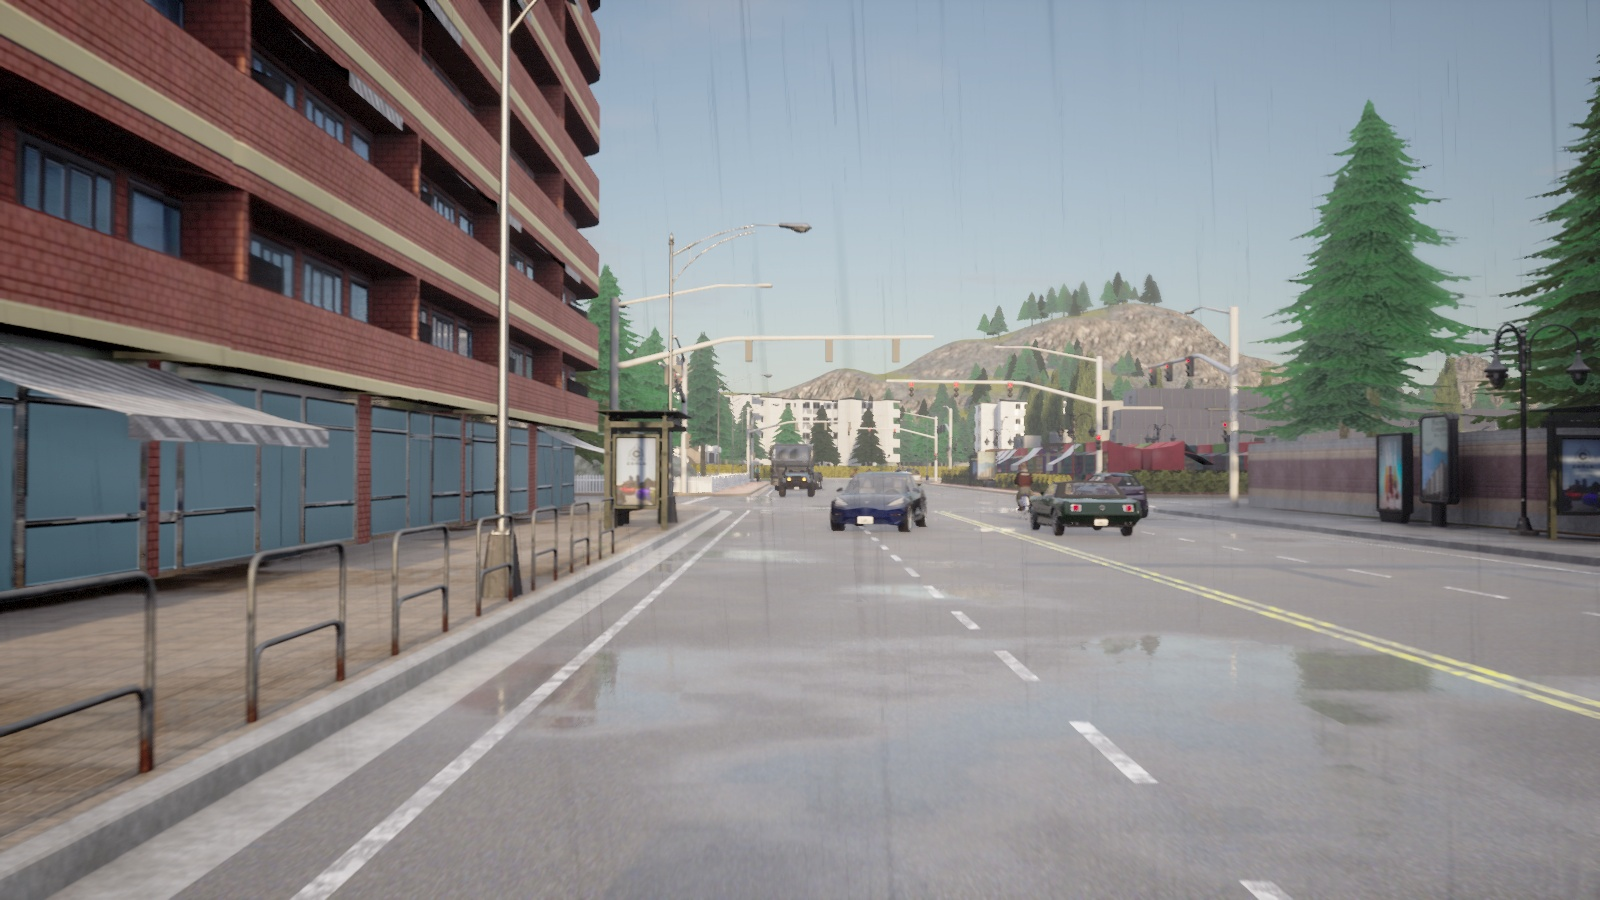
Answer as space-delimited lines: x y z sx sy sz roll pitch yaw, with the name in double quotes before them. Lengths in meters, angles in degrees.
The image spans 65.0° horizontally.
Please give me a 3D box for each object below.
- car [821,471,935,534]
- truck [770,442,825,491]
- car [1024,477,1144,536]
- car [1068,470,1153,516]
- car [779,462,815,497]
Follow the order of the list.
"car" 2.115 1.289 32.502 2.163 1.488 4.792 0 -1 13
"truck" -0.110 1.210 92.299 2.891 3.462 7.936 0 -1 8
"car" 6.924 1.349 31.097 1.895 1.301 4.718 0 -1 0
"car" 10.396 1.416 42.313 1.816 1.474 4.193 0 -1 0
"car" -0.171 1.650 69.945 1.905 1.878 3.866 0 -1 0
